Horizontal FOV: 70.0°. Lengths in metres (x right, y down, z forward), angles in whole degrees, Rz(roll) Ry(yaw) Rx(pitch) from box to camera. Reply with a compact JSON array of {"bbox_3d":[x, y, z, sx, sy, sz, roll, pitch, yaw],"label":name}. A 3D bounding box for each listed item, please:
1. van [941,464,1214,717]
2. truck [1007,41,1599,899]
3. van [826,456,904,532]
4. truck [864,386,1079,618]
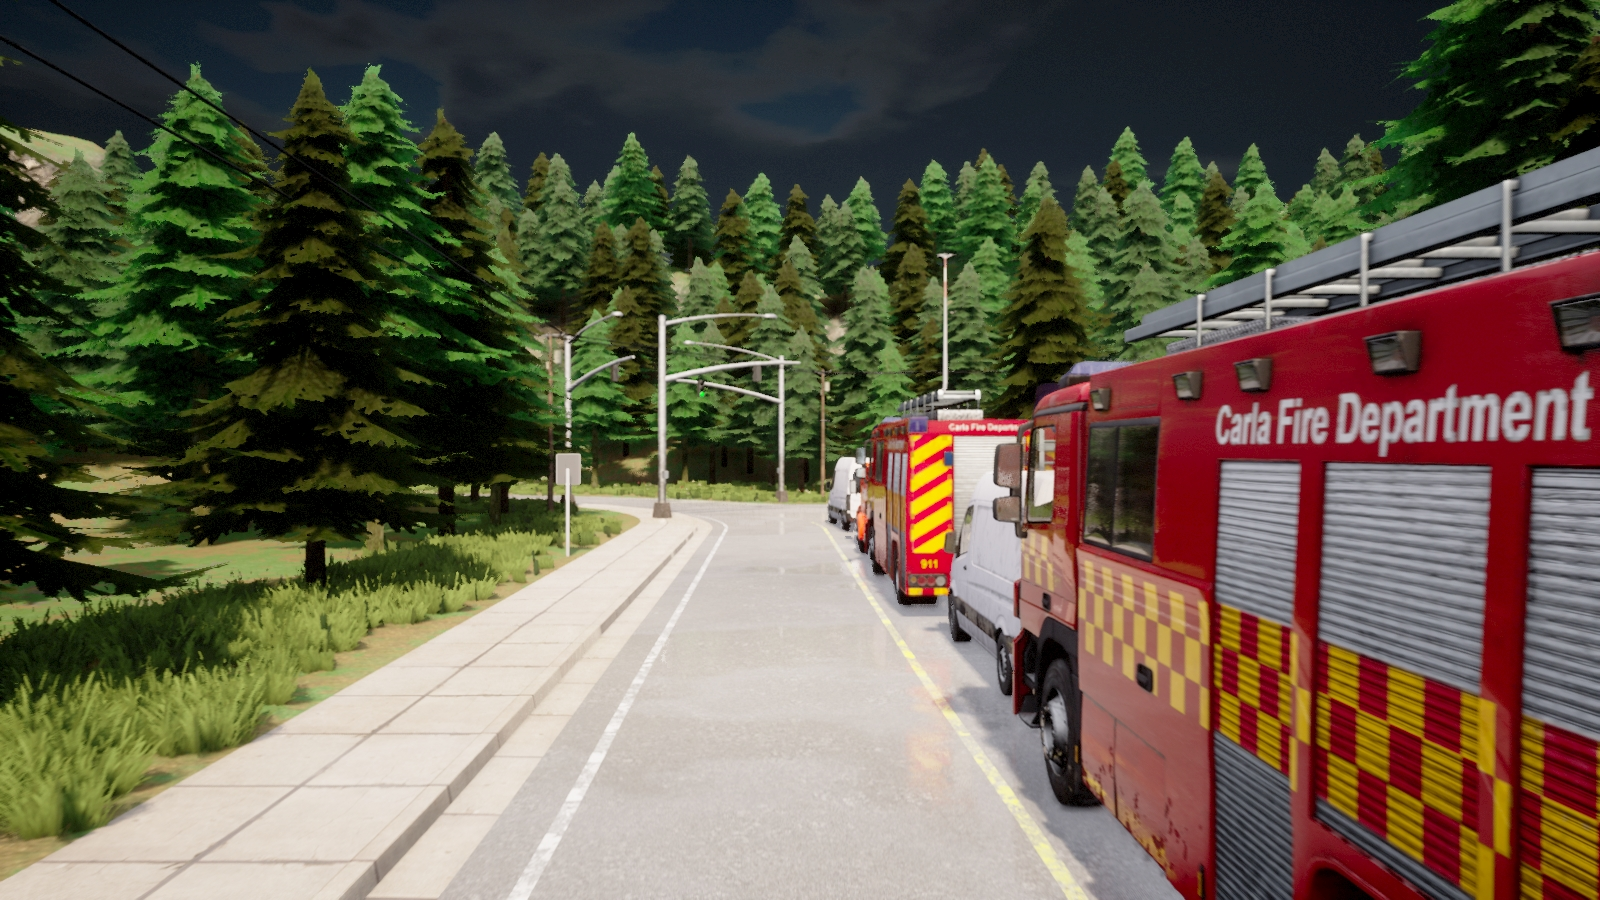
[{"bbox_3d":[3.262,1.507,14.888,1.988,2.561,5.915,0,0,-1],"label":"van"},{"bbox_3d":[3.459,0.857,6.532,2.891,3.827,8.468,0,0,-1],"label":"truck"},{"bbox_3d":[2.270,1.506,41.854,1.988,2.561,5.915,0,0,-5],"label":"van"},{"bbox_3d":[3.073,0.862,23.136,2.891,3.827,8.468,0,0,-1],"label":"truck"}]
